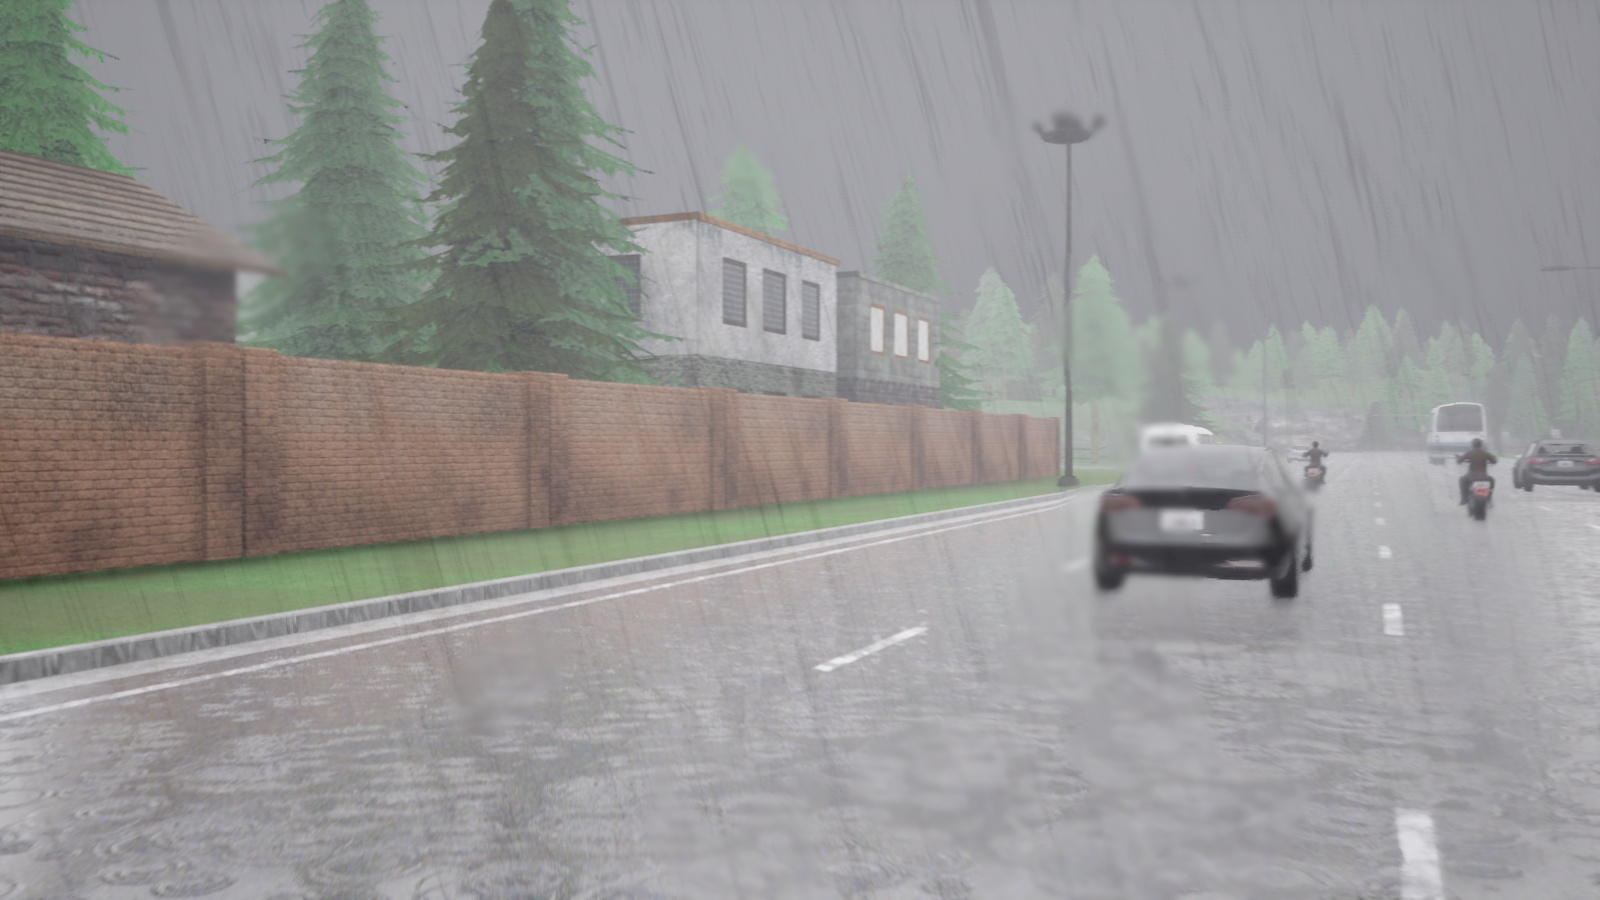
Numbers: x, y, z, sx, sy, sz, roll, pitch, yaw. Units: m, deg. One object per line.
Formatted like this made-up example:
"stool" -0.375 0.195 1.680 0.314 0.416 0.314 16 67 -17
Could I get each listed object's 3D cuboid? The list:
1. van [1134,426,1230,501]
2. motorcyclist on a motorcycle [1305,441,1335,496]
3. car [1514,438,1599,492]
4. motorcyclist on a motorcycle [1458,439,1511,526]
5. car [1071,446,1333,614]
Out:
"van" 11.137 0.338 36.414 2.069 2.038 4.480 0 1 25
"motorcyclist on a motorcycle" 16.033 0.556 38.694 0.766 1.649 2.350 0 0 25
"car" 24.588 0.446 40.553 2.242 1.667 4.611 0 0 25
"motorcyclist on a motorcycle" 13.594 0.607 24.985 0.766 1.649 2.350 0 0 25
"car" 4.565 0.696 13.697 2.163 1.488 4.792 0 0 25
